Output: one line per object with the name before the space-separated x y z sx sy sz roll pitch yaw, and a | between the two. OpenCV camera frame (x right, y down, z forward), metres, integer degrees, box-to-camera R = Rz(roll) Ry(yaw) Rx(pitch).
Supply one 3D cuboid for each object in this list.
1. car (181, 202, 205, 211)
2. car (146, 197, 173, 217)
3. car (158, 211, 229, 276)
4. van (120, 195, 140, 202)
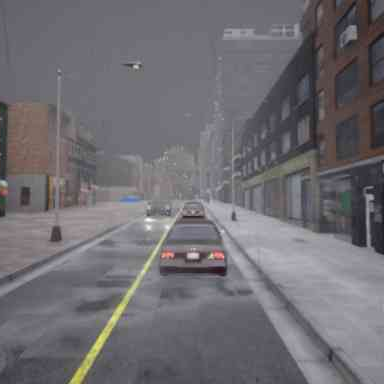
car | 0.092 1.506 26.476 2.033 1.411 5.357 0 0 0
car | -2.845 1.297 30.013 2.097 1.767 4.553 0 0 0
car | 0.078 1.548 10.304 2.033 1.411 5.357 0 0 1
van | -12.923 1.504 69.956 3.998 1.788 1.690 0 -3 0
